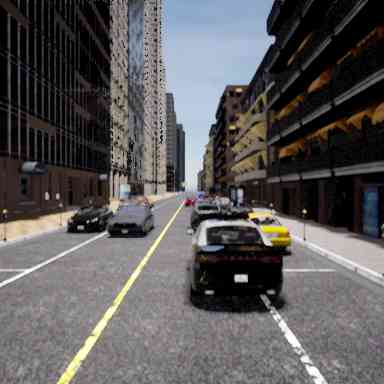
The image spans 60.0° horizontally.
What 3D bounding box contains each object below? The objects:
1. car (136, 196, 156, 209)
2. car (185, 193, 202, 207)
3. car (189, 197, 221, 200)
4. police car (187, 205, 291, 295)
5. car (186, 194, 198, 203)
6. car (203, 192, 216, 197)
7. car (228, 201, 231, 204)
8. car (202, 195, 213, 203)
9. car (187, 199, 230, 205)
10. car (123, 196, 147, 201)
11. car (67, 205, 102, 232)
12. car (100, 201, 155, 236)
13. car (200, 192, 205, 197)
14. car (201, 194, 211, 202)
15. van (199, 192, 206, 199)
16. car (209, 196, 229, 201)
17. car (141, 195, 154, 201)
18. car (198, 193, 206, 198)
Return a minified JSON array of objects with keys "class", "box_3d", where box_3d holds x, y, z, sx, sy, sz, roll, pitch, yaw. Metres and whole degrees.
[{"class":"car","box_3d":[-5.677,1.249,41.593,1.752,1.417,4.829,0,0,0]},{"class":"car","box_3d":[0.056,1.261,45.729,1.994,1.385,4.181,0,0,1]},{"class":"car","box_3d":[0.907,1.337,24.582,1.837,1.490,4.892,0,0,0]},{"class":"police car","box_3d":[0.903,1.364,8.691,1.930,1.638,5.238,0,0,0]},{"class":"car","box_3d":[0.019,1.168,60.556,1.994,1.385,4.181,0,0,0]},{"class":"car","box_3d":[2.703,1.162,41.760,1.967,1.590,4.097,0,0,0]},{"class":"car","box_3d":[2.697,1.434,19.168,1.947,1.339,4.313,0,0,0]},{"class":"car","box_3d":[2.708,1.198,58.707,1.802,1.307,4.206,0,0,0]},{"class":"car","box_3d":[0.817,1.378,18.582,1.837,1.490,4.892,0,0,0]},{"class":"car","box_3d":[-5.680,1.344,30.466,2.008,1.369,4.403,0,0,0]},{"class":"car","box_3d":[-5.684,1.434,19.170,1.947,1.339,4.313,0,0,0]},{"class":"car","box_3d":[-3.096,1.423,17.969,2.033,1.411,5.357,0,0,0]},{"class":"car","box_3d":[2.707,0.966,53.056,2.192,1.841,5.009,0,0,0]},{"class":"car","box_3d":[2.710,1.162,64.355,1.802,1.307,4.206,0,0,0]},{"class":"van","box_3d":[2.716,0.790,86.947,1.690,1.788,3.998,0,0,0]},{"class":"car","box_3d":[2.700,1.344,30.464,2.008,1.369,4.403,0,0,0]},{"class":"car","box_3d":[-5.679,1.198,36.115,1.967,1.590,4.097,0,0,0]},{"class":"car","box_3d":[2.718,0.983,92.597,1.947,1.339,4.313,0,0,0]}]
